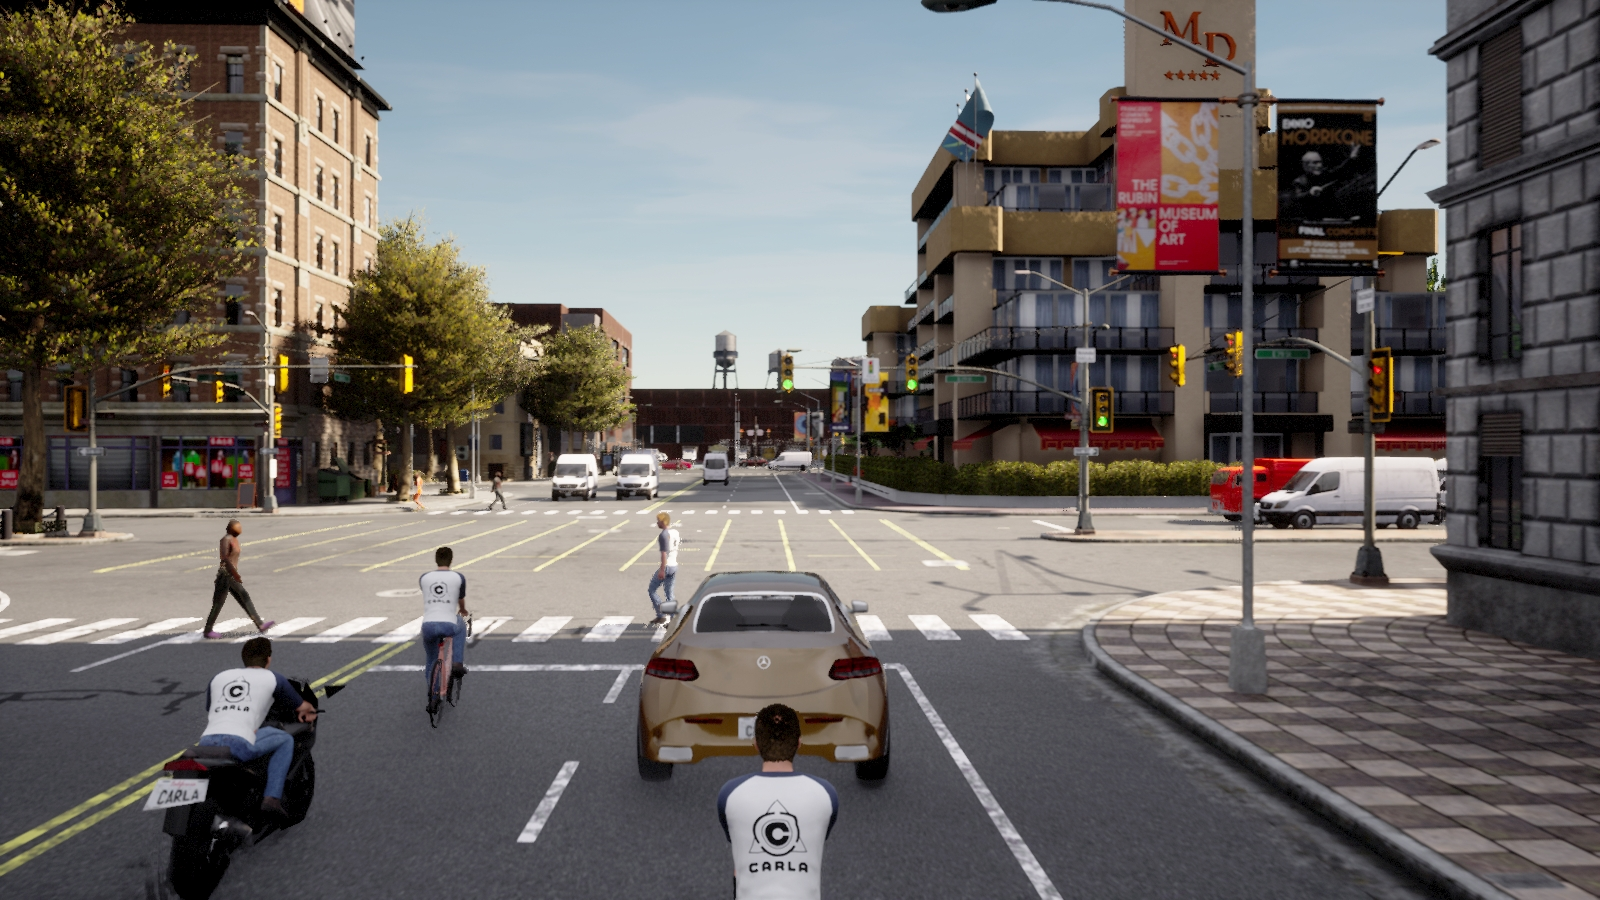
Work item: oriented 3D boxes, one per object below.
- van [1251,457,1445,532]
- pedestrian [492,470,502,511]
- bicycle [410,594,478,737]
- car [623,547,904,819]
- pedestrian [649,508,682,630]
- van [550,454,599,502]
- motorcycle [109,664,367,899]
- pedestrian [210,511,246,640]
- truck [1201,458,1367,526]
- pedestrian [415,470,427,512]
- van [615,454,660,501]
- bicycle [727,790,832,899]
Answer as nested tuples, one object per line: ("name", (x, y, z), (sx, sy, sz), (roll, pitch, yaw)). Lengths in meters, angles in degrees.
("van", (19.239, 1.536, 40.279), (5.915, 2.561, 1.988), (0, 0, -2))
("pedestrian", (-13.874, 1.852, 52.310), (0.375, 1.860, 0.375), (0, 0, 3))
("bicycle", (-3.712, 2.207, 11.988), (0.373, 1.196, 1.643), (0, 0, -6))
("car", (-0.349, 1.992, 11.278), (2.152, 1.651, 5.027), (0, 0, -2))
("pedestrian", (-2.098, 1.849, 17.868), (0.375, 1.860, 0.375), (0, 0, 23))
("van", (-12.733, 1.538, 64.782), (1.988, 2.561, 5.915), (0, 0, -4))
("motorcycle", (-3.685, 2.213, 7.724), (0.803, 1.145, 2.033), (0, 0, -2))
("pedestrian", (-8.472, 1.850, 16.928), (0.375, 1.860, 0.375), (0, 0, -8))
("truck", (18.449, 1.570, 43.763), (5.204, 2.467, 2.627), (0, 0, -2))
("pedestrian", (-17.081, 1.851, 51.485), (0.375, 1.860, 0.375), (0, 0, 4))
("van", (-9.290, 1.538, 65.696), (1.988, 2.561, 5.915), (0, 0, -2))
("bicycle", (-0.091, 2.206, 4.588), (0.373, 1.196, 1.643), (0, 0, -2))
